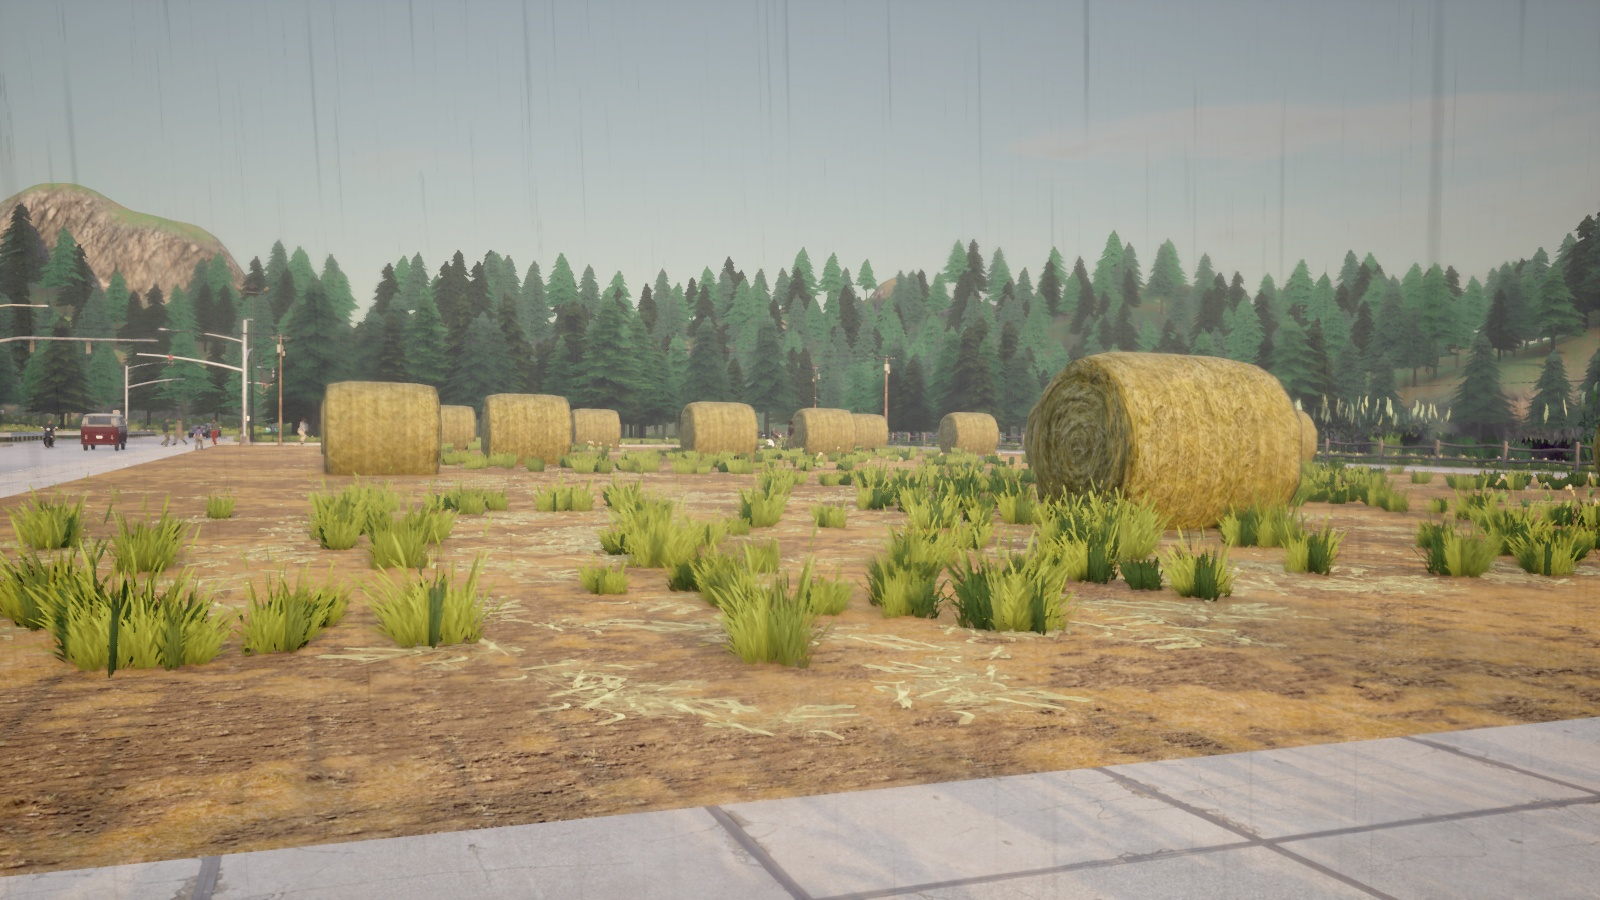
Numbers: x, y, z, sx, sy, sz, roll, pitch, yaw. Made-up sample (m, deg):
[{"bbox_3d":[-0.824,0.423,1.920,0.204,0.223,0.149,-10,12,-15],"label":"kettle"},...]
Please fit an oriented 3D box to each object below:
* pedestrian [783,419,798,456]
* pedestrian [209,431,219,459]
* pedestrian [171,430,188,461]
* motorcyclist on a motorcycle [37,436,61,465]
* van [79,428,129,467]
[{"bbox_3d":[-0.522,-0.651,66.359,0.666,1.930,0.402,0,1,25],"label":"pedestrian"},{"bbox_3d":[-38.598,-0.355,82.717,0.353,1.847,0.614,-1,1,5],"label":"pedestrian"},{"bbox_3d":[-39.790,-0.307,80.531,0.873,1.952,0.659,-1,1,-39],"label":"pedestrian"},{"bbox_3d":[-42.673,0.024,71.392,0.866,1.590,1.817,-1,1,-22],"label":"motorcyclist on a motorcycle"},{"bbox_3d":[-37.342,-0.173,67.446,1.775,1.987,4.442,-1,1,-22],"label":"van"}]
